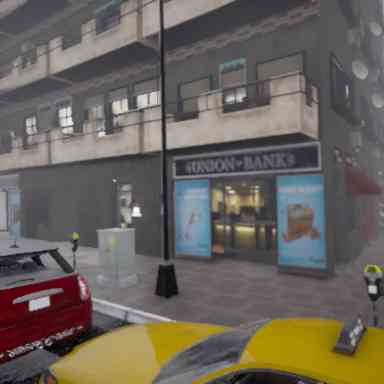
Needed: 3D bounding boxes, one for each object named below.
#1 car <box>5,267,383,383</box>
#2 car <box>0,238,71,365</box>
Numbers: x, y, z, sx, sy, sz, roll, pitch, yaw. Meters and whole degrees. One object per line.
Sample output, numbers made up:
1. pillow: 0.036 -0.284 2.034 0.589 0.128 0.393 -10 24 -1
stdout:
1. car: 0.812 1.529 2.312 4.829 1.417 1.752 0 -1 36
2. car: -3.542 1.475 5.428 4.097 1.590 1.967 0 -1 36
